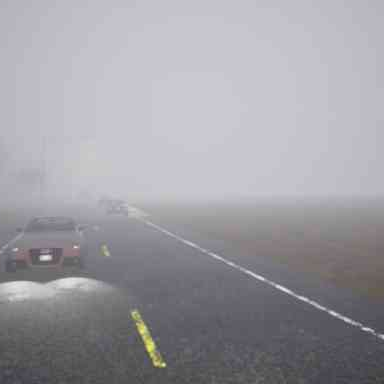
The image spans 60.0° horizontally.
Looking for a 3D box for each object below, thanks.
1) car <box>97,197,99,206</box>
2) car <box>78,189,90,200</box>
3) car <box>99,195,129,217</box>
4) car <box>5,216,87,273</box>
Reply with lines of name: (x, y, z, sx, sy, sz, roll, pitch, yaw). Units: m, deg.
car: (-11.608, 1.094, 44.488, 1.812, 1.442, 4.674, 1, 0, -16)
car: (-21.430, 0.506, 66.091, 2.150, 2.045, 5.566, 1, 0, -15)
car: (-6.510, 1.290, 28.158, 2.033, 1.411, 5.357, 1, 0, -18)
car: (-4.303, 1.442, 10.235, 1.994, 1.385, 4.181, 1, 0, -19)
